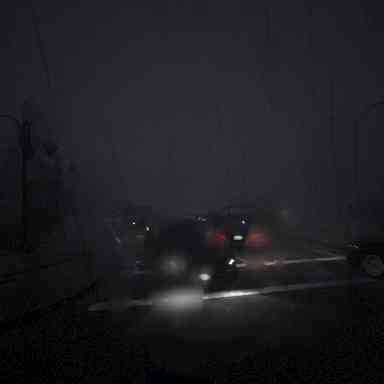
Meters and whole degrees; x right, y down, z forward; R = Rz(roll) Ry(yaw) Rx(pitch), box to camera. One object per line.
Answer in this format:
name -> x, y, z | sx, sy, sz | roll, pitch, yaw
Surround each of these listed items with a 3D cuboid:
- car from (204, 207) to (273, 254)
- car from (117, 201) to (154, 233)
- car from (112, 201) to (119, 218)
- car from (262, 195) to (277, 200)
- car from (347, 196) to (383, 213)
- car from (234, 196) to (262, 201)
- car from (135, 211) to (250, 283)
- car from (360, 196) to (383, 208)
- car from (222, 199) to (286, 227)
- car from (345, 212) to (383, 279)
car -> 1.351, 1.538, 13.389 | 2.033, 1.411, 5.357 | 0, 0, -4
car -> -3.101, 1.529, 19.945 | 2.033, 1.411, 5.357 | 0, 0, -17
car -> -6.258, 1.515, 30.098 | 2.033, 1.411, 5.357 | 0, 0, -17
car -> 10.355, 1.277, 47.111 | 2.152, 1.636, 5.027 | 0, 0, -17
car -> 15.598, 1.356, 29.196 | 1.970, 1.475, 3.806 | 0, 0, -17
car -> 7.366, 1.287, 46.156 | 2.007, 1.523, 4.514 | 0, 0, -17
car -> -0.371, 1.543, 10.110 | 2.033, 1.411, 5.357 | 0, 0, -15
car -> 23.911, 1.274, 43.180 | 1.845, 1.501, 3.633 | 0, 0, -17
car -> 2.849, 1.467, 19.894 | 5.357, 1.411, 2.033 | -3, 1, -15
car -> 6.531, 1.475, 8.238 | 5.008, 1.535, 1.882 | 0, 0, 39
